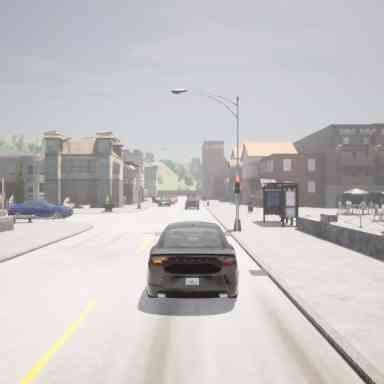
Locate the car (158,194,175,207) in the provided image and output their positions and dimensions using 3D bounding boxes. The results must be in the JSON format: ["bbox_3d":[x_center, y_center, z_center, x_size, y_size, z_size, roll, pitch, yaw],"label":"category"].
[{"bbox_3d":[-4.232,1.491,51.979,2.128,1.511,4.902,0,0,0],"label":"car"}]

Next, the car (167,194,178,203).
[{"bbox_3d":[-4.190,1.355,71.142,2.097,1.767,4.553,0,0,0],"label":"car"}]

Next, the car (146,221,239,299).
[{"bbox_3d":[0.028,1.478,8.534,1.882,1.535,5.008,0,0,0],"label":"car"}]

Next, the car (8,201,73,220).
[{"bbox_3d":[-12.566,1.478,27.803,5.008,1.535,1.882,0,0,-2],"label":"car"}]

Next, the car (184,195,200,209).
[{"bbox_3d":[-0.001,1.505,45.299,1.837,1.490,4.892,0,0,0],"label":"car"}]

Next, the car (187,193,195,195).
[{"bbox_3d":[-0.215,1.224,80.411,2.150,2.045,5.566,0,0,0],"label":"car"}]

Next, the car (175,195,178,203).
[{"bbox_3d":[-4.229,1.352,61.079,2.097,1.767,4.553,0,0,0],"label":"car"}]
